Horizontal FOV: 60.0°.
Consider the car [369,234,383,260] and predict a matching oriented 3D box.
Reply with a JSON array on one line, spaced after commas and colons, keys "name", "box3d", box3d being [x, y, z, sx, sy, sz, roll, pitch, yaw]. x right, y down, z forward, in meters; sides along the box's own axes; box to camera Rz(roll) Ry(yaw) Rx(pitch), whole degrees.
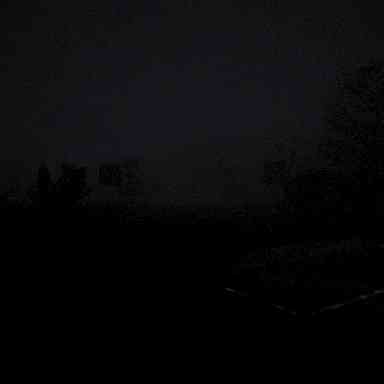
[{"name": "car", "box3d": [7.960, 1.704, 11.761, 4.206, 1.307, 1.802, 1, 0, -35]}]
